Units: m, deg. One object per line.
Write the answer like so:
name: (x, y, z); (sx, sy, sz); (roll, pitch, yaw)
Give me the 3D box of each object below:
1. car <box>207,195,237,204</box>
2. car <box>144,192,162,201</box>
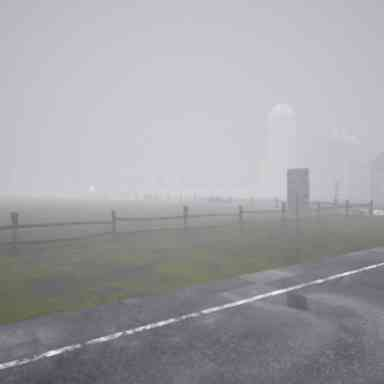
car: (4.303, 1.134, 47.636); (1.895, 1.301, 4.718); (-1, 1, -36)
car: (-7.520, 0.837, 64.185); (2.128, 1.511, 4.902); (-1, 1, -36)
